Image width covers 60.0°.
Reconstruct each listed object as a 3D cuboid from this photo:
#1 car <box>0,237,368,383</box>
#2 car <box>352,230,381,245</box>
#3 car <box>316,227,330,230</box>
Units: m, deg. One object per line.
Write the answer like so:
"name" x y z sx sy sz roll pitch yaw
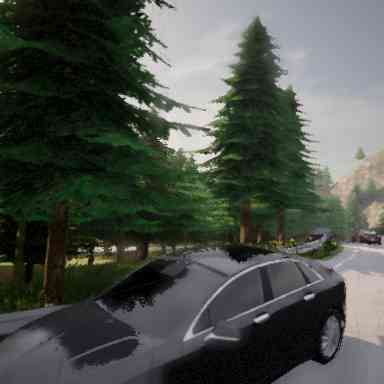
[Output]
"car" 0.192 1.511 4.140 4.892 1.490 1.837 0 1 -41
"car" 17.133 4.497 32.824 1.812 1.442 4.674 3 -8 13
"car" 17.876 5.868 45.405 2.150 2.045 5.566 2 -8 26
